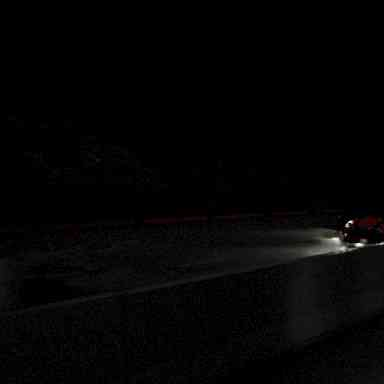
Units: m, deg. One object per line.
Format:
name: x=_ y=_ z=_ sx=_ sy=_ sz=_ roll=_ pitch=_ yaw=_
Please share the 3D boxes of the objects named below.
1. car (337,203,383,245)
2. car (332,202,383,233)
car: x=8.586 y=1.347 z=14.403 sx=4.553 sy=1.767 sz=2.097 roll=0 pitch=0 yaw=-35
car: x=10.849 y=1.470 z=20.311 sx=5.008 sy=1.535 sz=1.882 roll=0 pitch=0 yaw=-35
